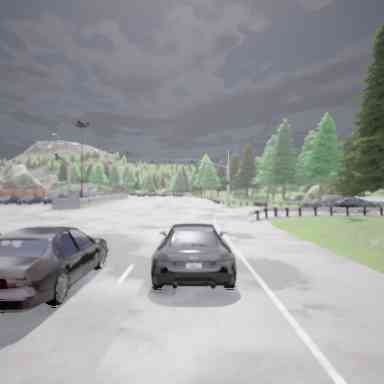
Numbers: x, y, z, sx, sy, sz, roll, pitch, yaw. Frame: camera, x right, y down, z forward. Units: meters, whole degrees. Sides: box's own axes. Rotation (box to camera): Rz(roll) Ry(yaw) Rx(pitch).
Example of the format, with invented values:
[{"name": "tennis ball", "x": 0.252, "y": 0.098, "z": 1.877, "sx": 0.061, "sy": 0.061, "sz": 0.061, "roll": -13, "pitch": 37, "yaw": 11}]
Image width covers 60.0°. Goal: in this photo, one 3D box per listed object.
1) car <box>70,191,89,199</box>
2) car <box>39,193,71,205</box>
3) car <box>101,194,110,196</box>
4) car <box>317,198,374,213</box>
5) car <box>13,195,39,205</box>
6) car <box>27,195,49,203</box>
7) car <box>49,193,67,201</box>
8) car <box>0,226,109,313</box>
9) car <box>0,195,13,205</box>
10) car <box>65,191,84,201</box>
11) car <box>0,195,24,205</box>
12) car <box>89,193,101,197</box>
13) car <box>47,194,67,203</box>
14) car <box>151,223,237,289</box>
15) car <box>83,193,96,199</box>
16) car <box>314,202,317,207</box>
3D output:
[{"name": "car", "x": -21.483, "y": 0.972, "z": 62.375, "sx": 2.097, "sy": 1.767, "sz": 4.553, "roll": 0, "pitch": 0, "yaw": 0}, {"name": "car", "x": -21.478, "y": 1.238, "z": 52.240, "sx": 2.033, "sy": 1.411, "sz": 5.357, "roll": 0, "pitch": 0, "yaw": 0}, {"name": "car", "x": -22.025, "y": 1.066, "z": 83.894, "sx": 1.895, "sy": 1.301, "sz": 4.718, "roll": 0, "pitch": 0, "yaw": -3}, {"name": "car", "x": 15.744, "y": 1.314, "z": 33.693, "sx": 4.902, "sy": 1.511, "sz": 2.128, "roll": 0, "pitch": 0, "yaw": 7}, {"name": "car", "x": -24.973, "y": 1.243, "z": 51.542, "sx": 2.033, "sy": 1.411, "sz": 5.357, "roll": 0, "pitch": 0, "yaw": -1}, {"name": "car", "x": -28.476, "y": 1.226, "z": 61.557, "sx": 1.895, "sy": 1.301, "sz": 4.718, "roll": 0, "pitch": 0, "yaw": 0}, {"name": "car", "x": -28.553, "y": 1.061, "z": 70.837, "sx": 1.837, "sy": 1.490, "sz": 4.892, "roll": 0, "pitch": 0, "yaw": 0}, {"name": "car", "x": -3.463, "y": 1.526, "z": 7.890, "sx": 2.033, "sy": 1.411, "sz": 5.357, "roll": 0, "pitch": 0, "yaw": 0}, {"name": "car", "x": -6.971, "y": 1.201, "z": 8.040, "sx": 2.150, "sy": 2.045, "sz": 5.566, "roll": 0, "pitch": 0, "yaw": 0}, {"name": "car", "x": -25.053, "y": 0.785, "z": 70.960, "sx": 2.150, "sy": 2.045, "sz": 5.566, "roll": 0, "pitch": 0, "yaw": 0}, {"name": "car", "x": -28.457, "y": 1.243, "z": 51.526, "sx": 2.033, "sy": 1.411, "sz": 5.357, "roll": 0, "pitch": 0, "yaw": 0}, {"name": "car", "x": -21.553, "y": 1.113, "z": 70.935, "sx": 1.994, "sy": 1.385, "sz": 4.181, "roll": 0, "pitch": 0, "yaw": 0}, {"name": "car", "x": -24.976, "y": 1.152, "z": 61.524, "sx": 1.812, "sy": 1.442, "sz": 4.674, "roll": 0, "pitch": 0, "yaw": 0}, {"name": "car", "x": 0.032, "y": 1.540, "z": 9.112, "sx": 1.994, "sy": 1.385, "sz": 4.181, "roll": 0, "pitch": 0, "yaw": 0}, {"name": "car", "x": -25.414, "y": 1.032, "z": 82.597, "sx": 1.994, "sy": 1.385, "sz": 4.181, "roll": 0, "pitch": 0, "yaw": -3}, {"name": "car", "x": 15.826, "y": 1.361, "z": 37.214, "sx": 4.181, "sy": 1.385, "sz": 1.994, "roll": 0, "pitch": 0, "yaw": 7}]
